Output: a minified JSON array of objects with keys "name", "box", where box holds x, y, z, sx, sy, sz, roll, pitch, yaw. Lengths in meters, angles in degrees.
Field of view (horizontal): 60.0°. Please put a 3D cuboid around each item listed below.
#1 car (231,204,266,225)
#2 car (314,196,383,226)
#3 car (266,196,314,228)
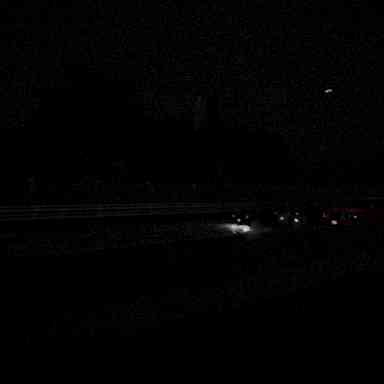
[{"name":"car","box":[5.492,1.638,25.097,5.357,1.411,2.033,1,0,-35]},{"name":"car","box":[9.974,1.315,19.695,5.566,2.045,2.150,1,0,-35]},{"name":"car","box":[7.903,1.315,22.518,5.566,2.045,2.150,1,0,-35]}]
